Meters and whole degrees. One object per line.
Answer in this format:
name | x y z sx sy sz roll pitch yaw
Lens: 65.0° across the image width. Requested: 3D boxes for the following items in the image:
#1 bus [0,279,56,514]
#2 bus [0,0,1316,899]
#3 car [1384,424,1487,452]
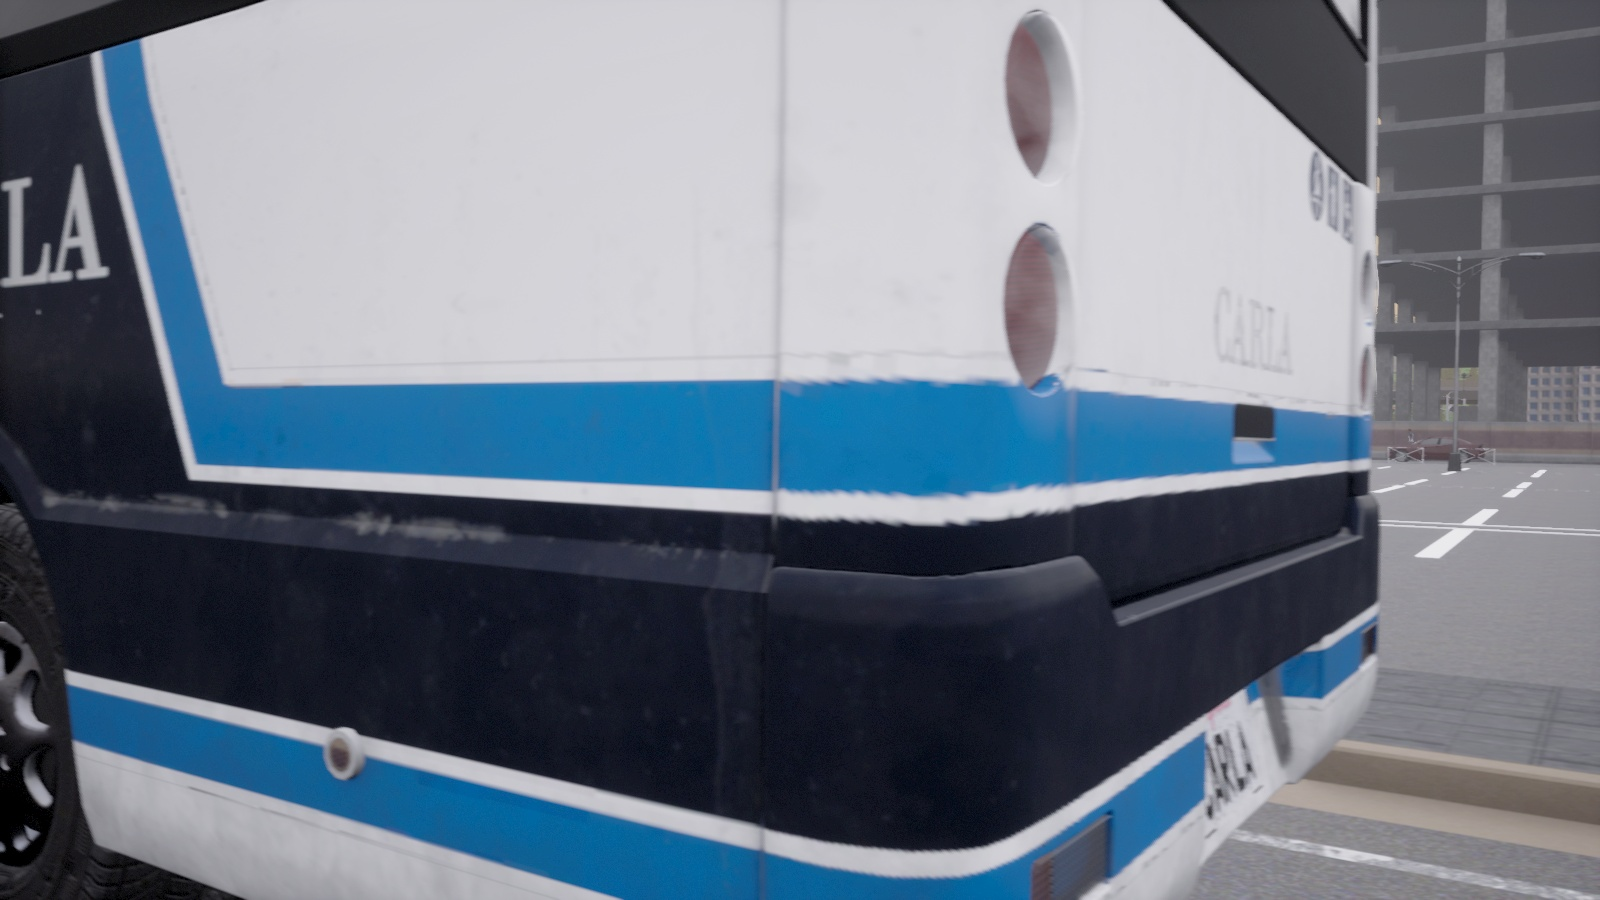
bus | -18.927 -0.906 21.212 10.273 4.253 3.944 -1 1 -43
bus | -3.450 -0.725 5.870 10.273 4.253 3.944 0 1 33
car | 35.683 -0.681 70.572 5.008 1.535 1.882 0 1 32
